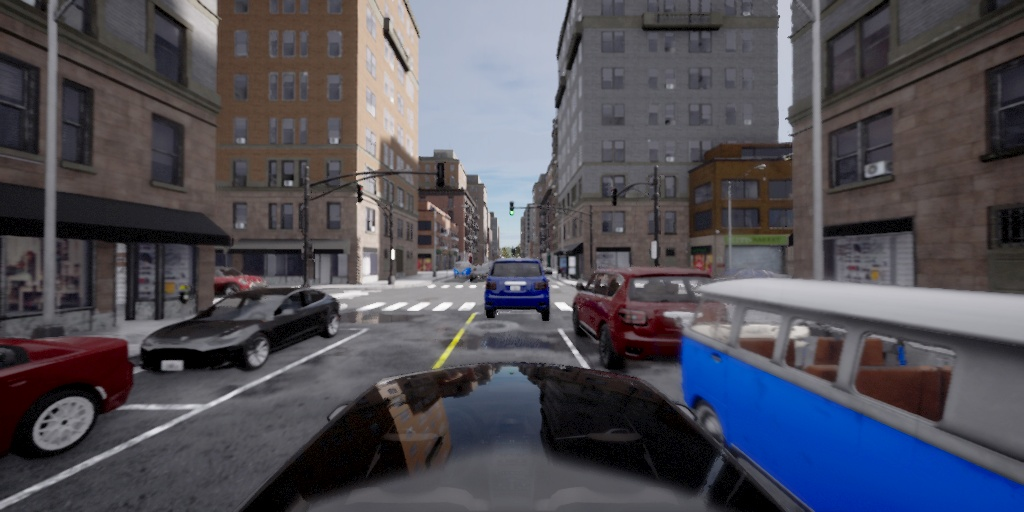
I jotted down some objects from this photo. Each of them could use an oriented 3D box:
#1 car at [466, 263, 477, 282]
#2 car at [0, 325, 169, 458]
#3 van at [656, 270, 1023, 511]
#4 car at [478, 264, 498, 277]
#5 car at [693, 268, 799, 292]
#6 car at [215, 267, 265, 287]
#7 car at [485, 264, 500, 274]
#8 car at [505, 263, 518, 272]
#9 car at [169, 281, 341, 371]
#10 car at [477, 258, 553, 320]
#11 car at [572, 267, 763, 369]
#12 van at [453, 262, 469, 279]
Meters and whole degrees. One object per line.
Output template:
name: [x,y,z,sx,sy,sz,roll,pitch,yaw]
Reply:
car: [-2.894,1.650,34.268,1.837,1.490,4.892,0,-1,1]
car: [-5.386,1.304,2.359,1.888,1.381,4.507,0,0,0]
van: [2.639,1.098,2.373,1.690,1.789,3.998,0,0,0]
car: [-2.924,1.763,44.694,2.128,1.511,4.902,0,-1,0]
car: [14.720,1.480,22.789,5.357,1.411,2.033,0,-1,0]
car: [-16.053,1.388,19.739,4.553,1.767,2.097,0,-1,0]
car: [-2.938,1.947,55.368,2.033,1.411,5.357,0,-1,0]
car: [-0.111,1.997,64.223,2.128,1.511,4.902,0,-1,0]
car: [-5.396,1.392,7.870,1.948,1.339,4.313,0,0,0]
car: [0.339,1.116,13.619,2.150,2.045,5.566,0,-1,5]
car: [2.629,1.140,7.885,2.192,1.841,5.009,0,0,0]
van: [-5.474,1.554,39.831,1.690,1.789,3.998,0,0,0]
